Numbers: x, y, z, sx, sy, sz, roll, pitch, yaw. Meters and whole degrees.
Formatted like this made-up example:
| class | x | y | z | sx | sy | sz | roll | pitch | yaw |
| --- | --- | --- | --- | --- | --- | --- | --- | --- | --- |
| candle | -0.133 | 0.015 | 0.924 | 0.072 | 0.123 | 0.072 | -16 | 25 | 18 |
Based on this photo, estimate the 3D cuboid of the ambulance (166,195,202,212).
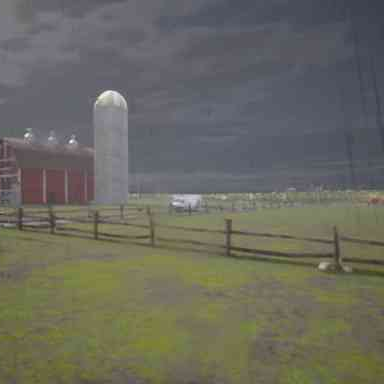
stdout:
| class | x | y | z | sx | sy | sz | roll | pitch | yaw |
| --- | --- | --- | --- | --- | --- | --- | --- | --- | --- |
| ambulance | -1.143 | 1.670 | 48.788 | 2.351 | 2.431 | 6.366 | -1 | -1 | 35 |
